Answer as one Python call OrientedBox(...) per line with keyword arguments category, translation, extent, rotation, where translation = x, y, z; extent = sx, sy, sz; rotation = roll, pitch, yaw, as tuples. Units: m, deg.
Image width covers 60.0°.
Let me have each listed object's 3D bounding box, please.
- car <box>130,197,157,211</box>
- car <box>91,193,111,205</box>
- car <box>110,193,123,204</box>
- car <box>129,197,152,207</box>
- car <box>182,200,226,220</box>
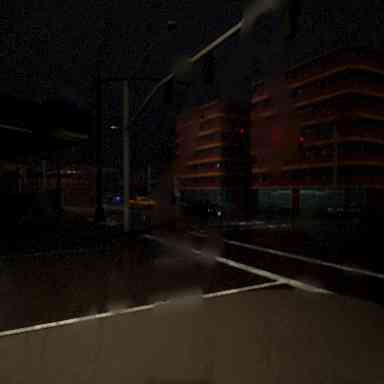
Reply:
OrientedBox(category="car", translation=(-5.863, 1.394, 39.553), extent=(1.882, 1.535, 5.008), rotation=(0, 0, -30))
OrientedBox(category="car", translation=(-15.996, 1.387, 56.898), extent=(2.128, 1.511, 4.902), rotation=(0, 0, -30))
OrientedBox(category="car", translation=(-14.252, 1.233, 61.100), extent=(2.097, 1.767, 4.553), rotation=(0, 0, -30))
OrientedBox(category="car", translation=(-7.825, 1.496, 50.175), extent=(1.895, 1.301, 4.718), rotation=(0, 0, -30))
OrientedBox(category="car", translation=(0.896, 1.422, 28.055), extent=(2.128, 1.511, 4.902), rotation=(0, 0, -30))
